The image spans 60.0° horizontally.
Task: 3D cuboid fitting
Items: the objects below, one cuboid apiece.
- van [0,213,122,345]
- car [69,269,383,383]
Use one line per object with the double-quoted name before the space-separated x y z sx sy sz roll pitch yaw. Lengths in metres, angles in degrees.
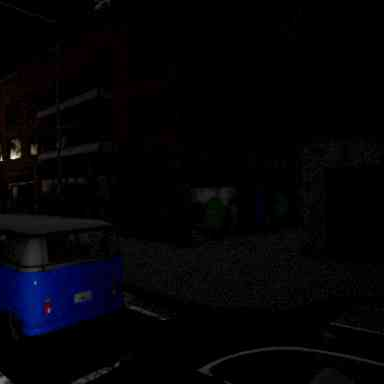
"van" -2.975 1.332 6.178 3.998 1.788 1.690 -1 1 43
"car" 1.200 1.490 2.340 4.403 1.369 2.008 -1 1 43
